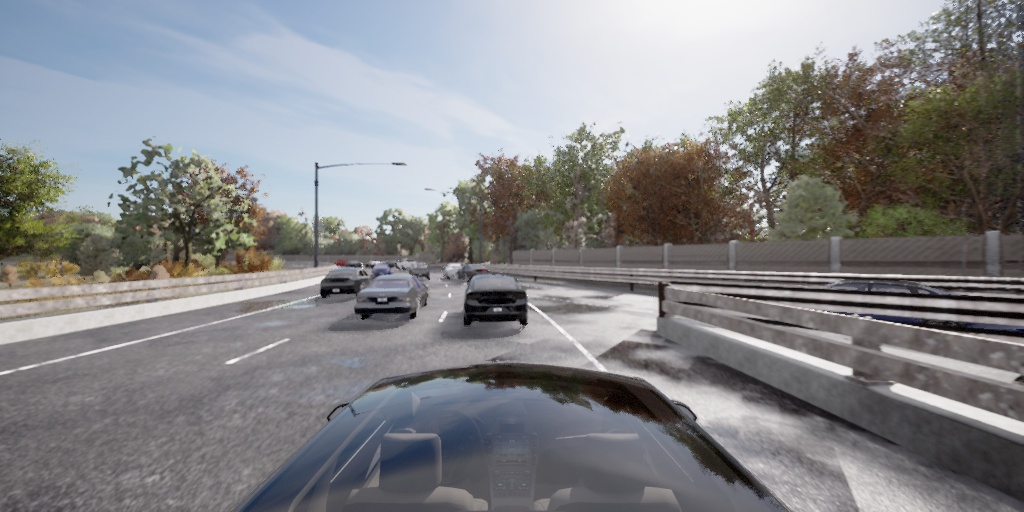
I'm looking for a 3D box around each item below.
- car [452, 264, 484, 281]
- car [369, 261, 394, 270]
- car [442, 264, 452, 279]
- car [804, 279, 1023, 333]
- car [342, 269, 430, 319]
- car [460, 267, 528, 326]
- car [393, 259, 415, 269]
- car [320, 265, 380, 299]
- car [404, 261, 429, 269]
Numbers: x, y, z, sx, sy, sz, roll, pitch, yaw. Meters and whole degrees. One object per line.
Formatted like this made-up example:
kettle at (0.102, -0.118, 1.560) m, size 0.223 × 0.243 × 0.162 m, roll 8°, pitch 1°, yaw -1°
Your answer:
car at (-3.557, 1.496, 31.764) m, size 1.837 × 1.490 × 4.892 m, roll 0°, pitch -1°, yaw -25°
car at (-13.333, 1.568, 36.556) m, size 1.812 × 1.442 × 4.674 m, roll 0°, pitch -1°, yaw -20°
car at (-5.837, 1.555, 36.212) m, size 1.812 × 1.442 × 4.674 m, roll 0°, pitch -1°, yaw -17°
car at (9.632, 1.347, 9.769) m, size 2.033 × 1.411 × 5.357 m, roll 0°, pitch -1°, yaw -40°
car at (-4.240, 1.395, 13.351) m, size 2.033 × 1.411 × 5.357 m, roll 0°, pitch 0°, yaw -7°
car at (-0.650, 1.311, 12.162) m, size 1.882 × 1.535 × 5.008 m, roll 0°, pitch 0°, yaw -6°
car at (-18.409, 1.472, 62.446) m, size 2.150 × 2.045 × 5.566 m, roll 0°, pitch -1°, yaw -33°
car at (-8.714, 1.405, 19.310) m, size 1.837 × 1.490 × 4.892 m, roll 0°, pitch 0°, yaw -10°
car at (-9.181, 1.518, 35.240) m, size 2.128 × 1.511 × 4.902 m, roll 0°, pitch 0°, yaw -18°
